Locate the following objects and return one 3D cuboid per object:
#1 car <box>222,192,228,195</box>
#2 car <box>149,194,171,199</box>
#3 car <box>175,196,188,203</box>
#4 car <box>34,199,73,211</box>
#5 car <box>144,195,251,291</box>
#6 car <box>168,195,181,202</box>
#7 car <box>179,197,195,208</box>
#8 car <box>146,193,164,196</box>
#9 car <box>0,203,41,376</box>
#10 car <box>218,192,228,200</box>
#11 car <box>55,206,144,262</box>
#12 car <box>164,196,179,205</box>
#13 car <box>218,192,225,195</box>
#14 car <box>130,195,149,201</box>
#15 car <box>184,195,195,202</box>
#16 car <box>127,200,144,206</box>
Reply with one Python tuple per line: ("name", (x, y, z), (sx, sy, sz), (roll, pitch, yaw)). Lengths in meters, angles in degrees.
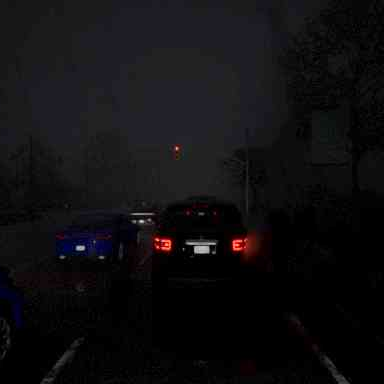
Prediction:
("car", (6.596, 1.349, 78.424), (2.097, 1.767, 4.553), (0, 0, 10))
("car", (-4.495, 1.477, 48.612), (1.882, 1.535, 5.008), (0, 0, 6))
("car", (-2.111, 1.563, 67.862), (1.994, 1.385, 4.181), (0, 0, 9))
("car", (-15.814, 1.525, 37.455), (4.674, 1.442, 1.812), (0, 0, 4))
("car", (0.252, 1.221, 9.193), (2.150, 2.045, 5.566), (0, 0, 1))
("car", (-4.066, 1.524, 78.304), (2.128, 1.511, 4.902), (0, 0, 9))
("car", (-0.685, 1.525, 48.281), (1.812, 1.442, 4.674), (0, 0, 5))
("car", (-7.001, 1.221, 57.779), (2.150, 2.045, 5.566), (0, 0, 7))
("car", (-3.363, 1.221, 2.145), (2.150, 2.045, 5.566), (0, 0, 0))
("car", (8.382, 1.092, 88.590), (2.150, 2.045, 5.566), (0, 0, 11))
("car", (-3.171, 1.477, 12.130), (1.882, 1.535, 5.008), (0, 0, 2))
("car", (-3.460, 1.525, 57.872), (1.812, 1.442, 4.674), (0, 0, 7))
("car", (0.593, 1.221, 19.525), (2.150, 2.045, 5.566), (0, 0, 2))
("car", (-8.026, 1.563, 48.479), (1.994, 1.385, 4.181), (0, 0, 6))
("car", (-0.550, 1.477, 78.121), (1.882, 1.535, 5.008), (0, 0, 9))
("car", (-2.810, 1.491, 21.622), (2.128, 1.511, 4.902), (0, 0, 2))
